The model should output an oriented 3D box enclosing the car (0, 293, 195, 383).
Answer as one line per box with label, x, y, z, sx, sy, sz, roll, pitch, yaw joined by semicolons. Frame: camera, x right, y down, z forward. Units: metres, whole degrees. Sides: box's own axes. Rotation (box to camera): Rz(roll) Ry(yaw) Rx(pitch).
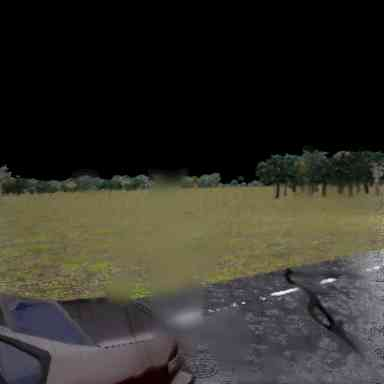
car;-2.547;1.545;2.176;5.357;1.411;2.033;0;0;-36
